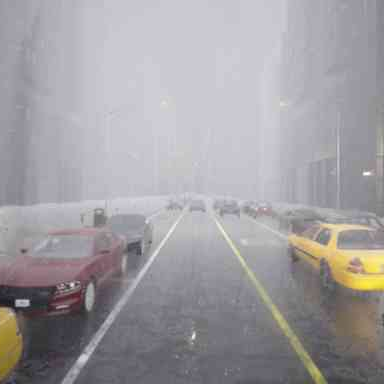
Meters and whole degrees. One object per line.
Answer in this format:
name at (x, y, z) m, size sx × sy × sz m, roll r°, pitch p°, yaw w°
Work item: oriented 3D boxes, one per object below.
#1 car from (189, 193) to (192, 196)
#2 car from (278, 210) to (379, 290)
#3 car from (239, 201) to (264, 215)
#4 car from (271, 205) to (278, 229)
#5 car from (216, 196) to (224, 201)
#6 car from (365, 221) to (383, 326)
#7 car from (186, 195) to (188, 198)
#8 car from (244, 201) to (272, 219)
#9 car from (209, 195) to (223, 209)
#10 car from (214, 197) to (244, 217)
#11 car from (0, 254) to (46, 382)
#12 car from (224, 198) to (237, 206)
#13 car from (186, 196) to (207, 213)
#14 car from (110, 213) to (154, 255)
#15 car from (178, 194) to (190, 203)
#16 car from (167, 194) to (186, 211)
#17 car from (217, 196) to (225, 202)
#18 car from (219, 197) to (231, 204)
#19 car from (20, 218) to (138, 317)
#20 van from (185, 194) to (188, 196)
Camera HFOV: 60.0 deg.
car at (-1.718, 1.359, 64.323) m, size 2.192 × 1.841 × 5.009 m, roll 0°, pitch 0°, yaw 1°
car at (4.028, 1.498, 9.137) m, size 1.801 × 1.575 × 5.366 m, roll 1°, pitch 0°, yaw 1°
car at (6.332, 1.653, 35.803) m, size 1.947 × 1.339 × 4.313 m, roll 0°, pitch 0°, yaw 1°
car at (6.049, 1.635, 18.773) m, size 1.947 × 1.339 × 4.313 m, roll 0°, pitch 0°, yaw 1°
car at (7.184, 1.675, 87.065) m, size 1.752 × 1.417 × 4.829 m, roll 0°, pitch 0°, yaw 1°
car at (3.791, 1.388, 2.904) m, size 2.097 × 1.767 × 4.553 m, roll 1°, pitch 0°, yaw 0°
car at (-2.003, 1.575, 47.292) m, size 2.008 × 1.369 × 4.403 m, roll 0°, pitch 0°, yaw 1°
car at (6.239, 1.521, 30.126) m, size 1.967 × 1.590 × 4.097 m, roll 0°, pitch 0°, yaw 1°
car at (3.710, 1.564, 43.798) m, size 2.128 × 1.511 × 4.902 m, roll 1°, pitch 0°, yaw 1°
car at (3.553, 1.550, 32.231) m, size 2.128 × 1.511 × 4.902 m, roll 1°, pitch 0°, yaw 2°
car at (-2.760, 1.502, 1.710) m, size 1.752 × 1.417 × 4.829 m, roll 0°, pitch 0°, yaw 1°
car at (6.709, 1.695, 58.511) m, size 1.802 × 1.307 × 4.206 m, roll 0°, pitch 0°, yaw 1°
car at (0.589, 1.541, 36.949) m, size 1.837 × 1.490 × 4.892 m, roll 1°, pitch 0°, yaw 1°
car at (-2.569, 1.553, 13.233) m, size 1.947 × 1.339 × 4.313 m, roll 0°, pitch 0°, yaw 1°
car at (-1.624, 1.366, 70.000) m, size 2.192 × 1.841 × 5.009 m, roll 0°, pitch 0°, yaw 1°
car at (-2.096, 1.457, 41.616) m, size 1.967 × 1.590 × 4.097 m, roll 0°, pitch 0°, yaw 1°
car at (7.086, 1.724, 81.218) m, size 1.802 × 1.307 × 4.206 m, roll 0°, pitch 0°, yaw 1°
car at (6.898, 1.678, 69.864) m, size 2.008 × 1.369 × 4.403 m, roll 0°, pitch 0°, yaw 1°
car at (-2.663, 1.526, 7.556) m, size 1.887 × 1.381 × 4.507 m, roll 0°, pitch 0°, yaw 1°
van at (-1.907, 1.371, 52.970) m, size 1.690 × 1.788 × 3.998 m, roll 0°, pitch 0°, yaw 1°
